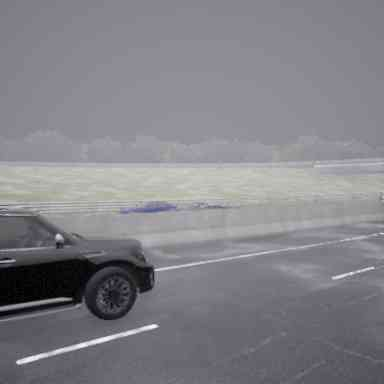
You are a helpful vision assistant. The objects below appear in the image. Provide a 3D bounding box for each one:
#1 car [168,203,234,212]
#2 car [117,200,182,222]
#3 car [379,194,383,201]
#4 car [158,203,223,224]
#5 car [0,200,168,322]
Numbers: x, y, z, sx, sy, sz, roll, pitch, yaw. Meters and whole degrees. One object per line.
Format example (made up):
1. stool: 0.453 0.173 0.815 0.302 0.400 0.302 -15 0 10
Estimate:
1. car: 0.668 1.469 21.665 4.902 1.511 2.128 0 0 -35
2. car: -3.430 1.455 27.340 5.008 1.535 1.882 0 0 -35
3. car: 31.029 0.673 51.854 4.902 1.511 2.128 -2 1 -35
4. car: -0.063 1.567 25.444 4.718 1.301 1.895 -1 0 -35
5. car: -3.391 1.222 5.626 5.566 2.045 2.150 0 0 -36
